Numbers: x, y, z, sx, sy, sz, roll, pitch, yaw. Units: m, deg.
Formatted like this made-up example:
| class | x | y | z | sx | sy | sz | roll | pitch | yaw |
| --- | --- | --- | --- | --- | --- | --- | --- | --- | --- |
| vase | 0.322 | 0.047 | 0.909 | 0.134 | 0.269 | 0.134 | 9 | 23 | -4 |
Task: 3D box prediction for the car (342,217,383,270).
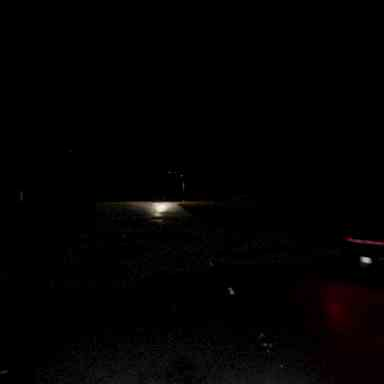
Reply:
| class | x | y | z | sx | sy | sz | roll | pitch | yaw |
| --- | --- | --- | --- | --- | --- | --- | --- | --- | --- |
| car | 6.323 | 1.384 | 9.426 | 4.902 | 1.511 | 2.128 | -2 | -1 | -31 |
